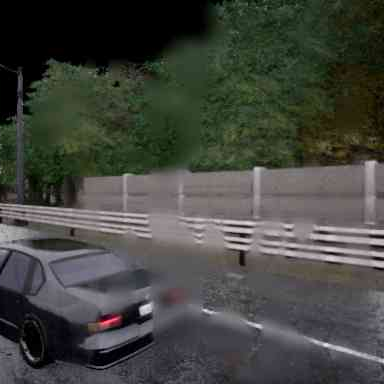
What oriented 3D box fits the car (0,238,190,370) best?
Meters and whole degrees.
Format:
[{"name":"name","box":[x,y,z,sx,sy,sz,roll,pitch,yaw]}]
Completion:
[{"name":"car","box":[-2.600,1.544,5.733,5.357,1.411,2.033,0,0,36]}]
